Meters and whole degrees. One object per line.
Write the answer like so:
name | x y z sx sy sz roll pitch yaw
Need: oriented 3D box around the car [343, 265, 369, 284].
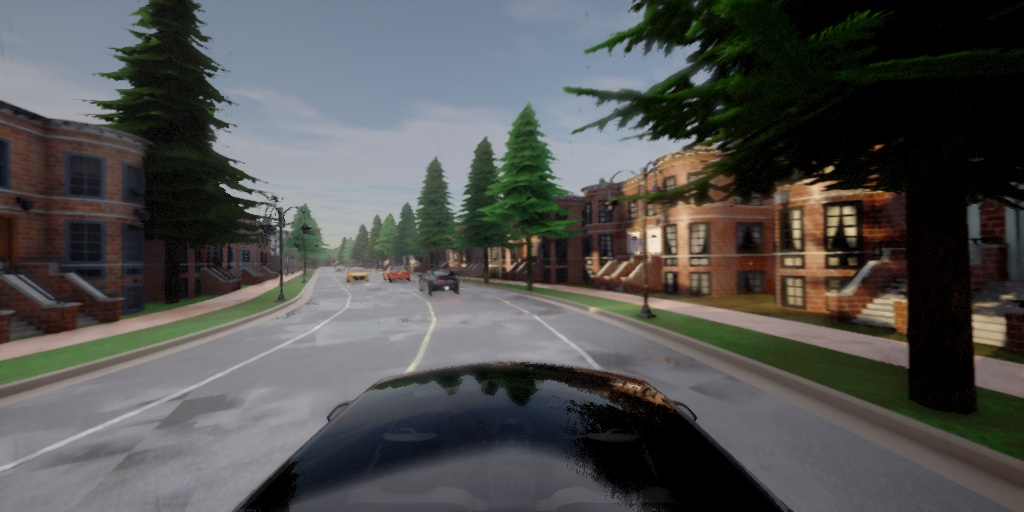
car | -15.619 1.913 36.149 1.882 1.535 5.008 -1 -1 -28

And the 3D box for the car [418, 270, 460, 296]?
car | -4.655 1.593 22.546 1.837 1.490 4.892 0 0 -24

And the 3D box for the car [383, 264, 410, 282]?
car | -12.042 1.743 37.243 2.097 1.767 4.553 -1 -1 -28
